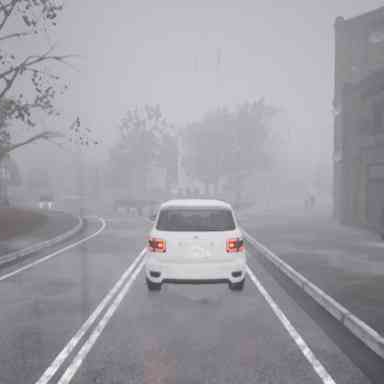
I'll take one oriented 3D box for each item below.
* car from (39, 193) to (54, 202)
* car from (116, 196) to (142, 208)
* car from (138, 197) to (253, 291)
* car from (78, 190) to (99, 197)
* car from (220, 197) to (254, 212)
[{"bbox_3d":[-22.250,0.783,50.981,1.994,1.385,4.181,-1,2,-19],"label":"car"},{"bbox_3d":[-6.313,1.140,38.836,4.718,1.301,1.895,0,2,7],"label":"car"},{"bbox_3d":[0.071,1.203,9.099,2.150,2.045,5.566,0,0,0],"label":"car"},{"bbox_3d":[-21.069,0.332,67.735,1.994,1.385,4.181,1,2,29],"label":"car"},{"bbox_3d":[4.857,1.234,35.286,1.895,1.301,4.718,1,2,32],"label":"car"}]
